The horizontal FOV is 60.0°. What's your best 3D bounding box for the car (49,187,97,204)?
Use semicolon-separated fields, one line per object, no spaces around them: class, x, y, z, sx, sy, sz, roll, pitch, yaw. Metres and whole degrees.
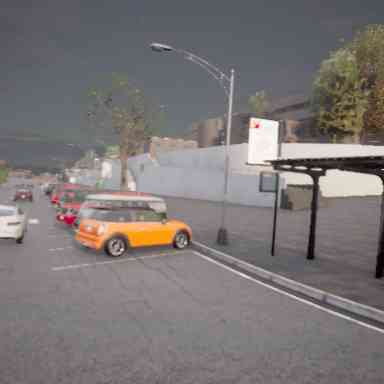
car;-13.457;0.419;37.712;2.185;1.767;4.553;4;1;45

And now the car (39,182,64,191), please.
car;-36.521;-1.408;86.510;2.435;2.045;5.566;5;2;45

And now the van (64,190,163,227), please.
van;-3.382;1.160;15.847;4.442;1.987;1.878;3;1;-45

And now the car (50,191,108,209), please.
car;-10.917;0.781;32.292;2.163;1.488;4.792;4;1;45

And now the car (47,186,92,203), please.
car;-14.786;0.315;40.384;2.185;1.767;4.553;3;0;45

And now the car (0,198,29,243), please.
car;-8.063;1.235;14.072;1.812;1.442;4.674;2;1;-24

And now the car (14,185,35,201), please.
car;-19.738;0.272;39.061;1.812;1.442;4.674;2;1;-25

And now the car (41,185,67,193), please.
car;-31.387;-0.694;75.706;2.163;1.488;4.792;4;0;45

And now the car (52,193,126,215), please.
car;-8.249;0.966;26.971;1.946;1.575;5.366;4;1;45

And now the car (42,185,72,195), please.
car;-26.289;-0.363;64.820;2.097;1.535;5.008;3;0;45

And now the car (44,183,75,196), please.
car;-9.622;0.607;29.573;2.435;2.045;5.566;4;1;45

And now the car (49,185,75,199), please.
car;-5.802;0.926;21.415;2.435;2.045;5.566;4;1;45

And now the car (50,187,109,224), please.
car;-4.572;1.032;18.640;5.566;2.045;2.435;3;1;-45

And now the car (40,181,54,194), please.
car;-17.297;-0.004;45.855;2.435;2.045;5.566;3;0;45

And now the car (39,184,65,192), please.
car;-34.089;-0.940;80.979;1.946;1.575;5.366;5;1;45

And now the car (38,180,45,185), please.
car;-22.444;-0.363;56.656;2.435;2.045;5.566;4;1;45

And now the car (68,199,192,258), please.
car;-2.093;1.369;13.168;4.553;1.767;2.185;3;1;-45
